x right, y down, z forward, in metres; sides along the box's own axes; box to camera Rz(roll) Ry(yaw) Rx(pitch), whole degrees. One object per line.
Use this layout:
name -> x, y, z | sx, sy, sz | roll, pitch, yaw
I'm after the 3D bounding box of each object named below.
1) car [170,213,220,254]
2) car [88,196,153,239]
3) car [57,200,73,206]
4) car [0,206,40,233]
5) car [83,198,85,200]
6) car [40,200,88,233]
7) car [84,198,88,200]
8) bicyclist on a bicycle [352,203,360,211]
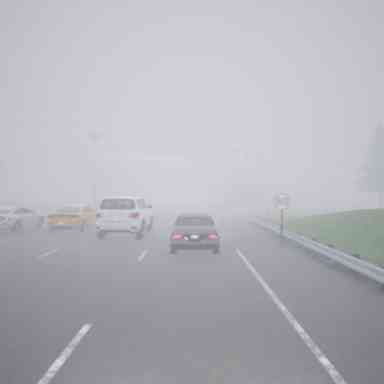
car -> 0.100, 1.551, 13.533 | 2.033, 1.411, 5.357 | 0, 0, 0
car -> -3.395, 1.238, 17.466 | 2.150, 2.045, 5.566 | 0, 0, 0
car -> -30.970, 2.678, 81.274 | 1.895, 1.301, 4.718 | 0, -2, 1
car -> -10.406, 1.542, 19.442 | 1.812, 1.442, 4.674 | 0, 0, 0
car -> -27.470, 2.627, 81.259 | 2.033, 1.411, 5.357 | 0, -2, 1
car -> -6.894, 1.500, 19.979 | 1.882, 1.535, 5.008 | 0, 0, 0
car -> -23.970, 2.569, 81.214 | 1.882, 1.535, 5.008 | 0, -2, 1
bicyclist on a bicycle -> 32.016, 2.945, 64.843 | 0.582, 1.620, 1.656 | 3, -1, -25
